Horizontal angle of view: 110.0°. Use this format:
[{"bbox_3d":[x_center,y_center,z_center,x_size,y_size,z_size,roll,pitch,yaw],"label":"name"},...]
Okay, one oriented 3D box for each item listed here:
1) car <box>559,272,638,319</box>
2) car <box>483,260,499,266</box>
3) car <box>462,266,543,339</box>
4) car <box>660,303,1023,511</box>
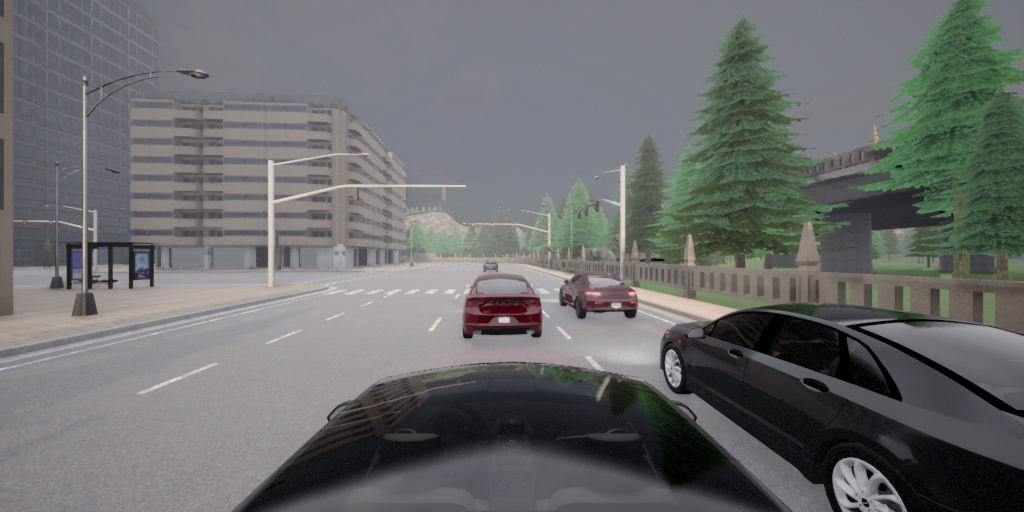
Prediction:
[{"bbox_3d":[2.922,1.276,12.765,1.812,1.442,4.674,0,0,-3],"label":"car"},{"bbox_3d":[-2.695,1.241,45.663,2.128,1.511,4.902,0,0,-4],"label":"car"},{"bbox_3d":[-0.341,1.228,10.190,1.882,1.535,5.008,0,0,-4],"label":"car"},{"bbox_3d":[3.257,1.255,3.775,1.837,1.490,4.892,0,0,0],"label":"car"}]
